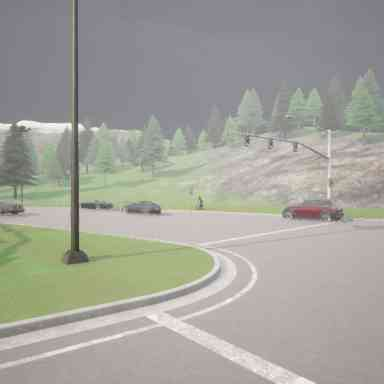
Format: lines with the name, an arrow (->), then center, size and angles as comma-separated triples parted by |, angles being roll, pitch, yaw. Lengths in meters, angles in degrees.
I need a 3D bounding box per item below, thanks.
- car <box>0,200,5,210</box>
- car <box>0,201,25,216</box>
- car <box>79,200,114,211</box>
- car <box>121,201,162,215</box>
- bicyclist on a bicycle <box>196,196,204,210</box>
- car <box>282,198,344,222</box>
car -> -26.037, 1.601, 41.210 | 4.718, 1.301, 1.895 | 0, 0, 8
car -> -18.926, 1.547, 32.321 | 5.357, 1.411, 2.033 | 0, 0, 19
car -> -12.160, 1.601, 41.113 | 4.718, 1.301, 1.895 | 0, 0, 23
car -> -5.079, 1.564, 33.265 | 4.181, 1.385, 1.994 | 0, 0, 34
bicyclist on a bicycle -> 0.929, 1.302, 38.432 | 0.582, 1.620, 1.656 | 0, 0, 34
car -> 9.532, 1.352, 26.521 | 4.553, 1.767, 2.097 | 0, 0, 43
